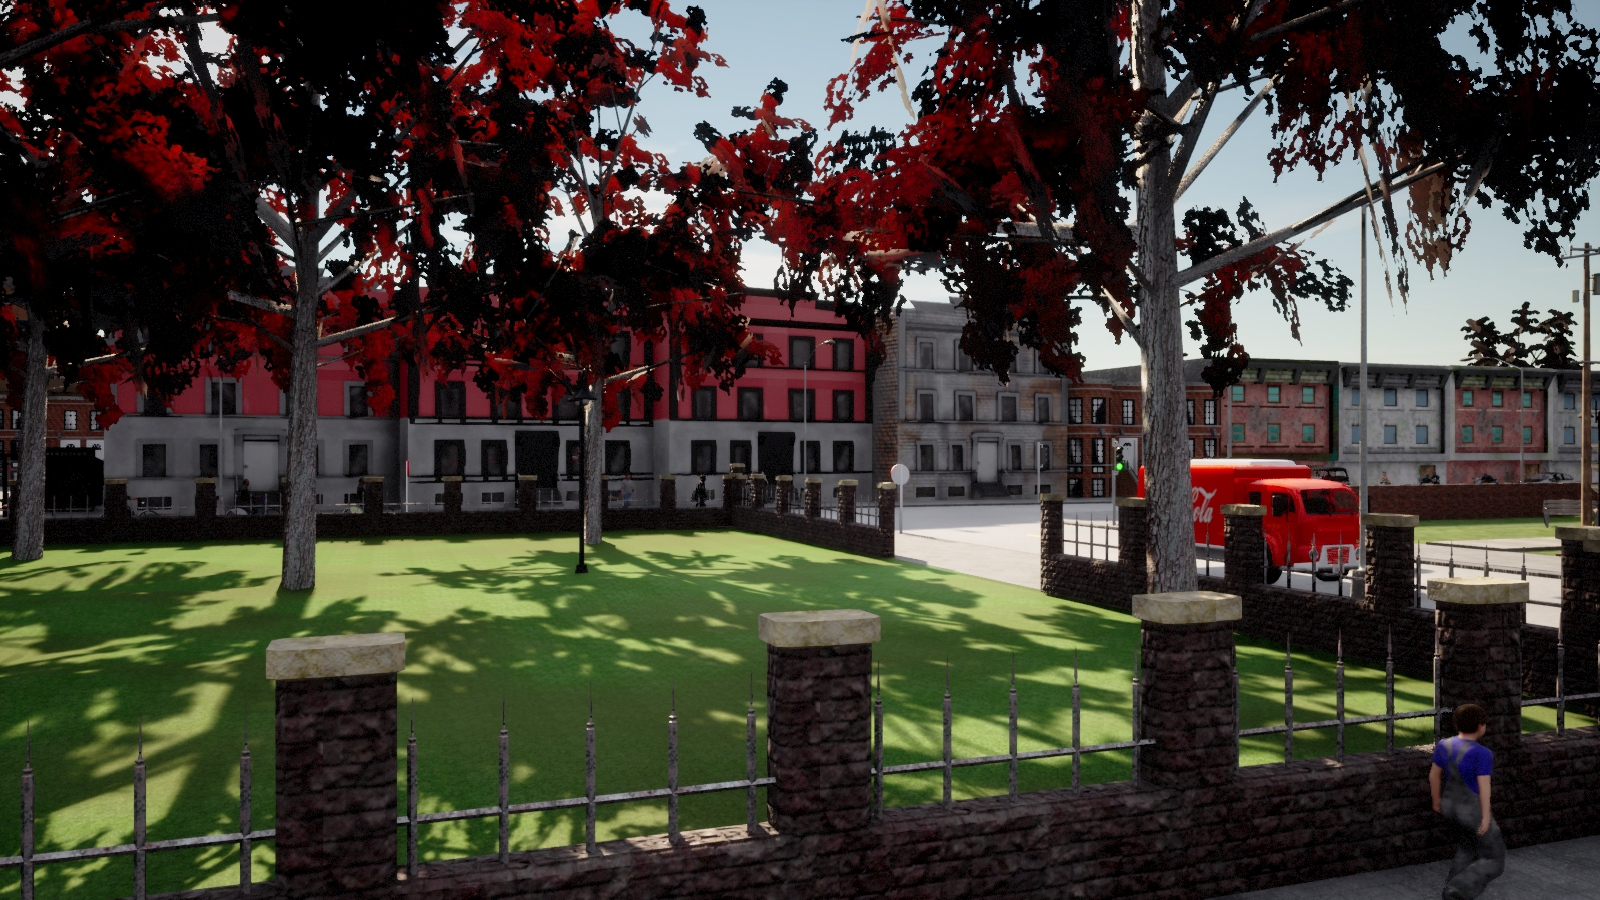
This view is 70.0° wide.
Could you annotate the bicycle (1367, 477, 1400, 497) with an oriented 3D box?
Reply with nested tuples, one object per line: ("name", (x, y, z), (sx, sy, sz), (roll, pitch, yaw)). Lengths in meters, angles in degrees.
("bicycle", (32.543, 2.036, 63.766), (1.487, 1.080, 0.859), (0, 0, -20))

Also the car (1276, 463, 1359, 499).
("car", (28.140, 1.638, 62.162), (3.866, 1.878, 1.905), (0, 0, -20))

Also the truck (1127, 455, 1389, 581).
("truck", (9.964, 1.348, 25.442), (2.627, 2.467, 5.204), (0, 0, -20))

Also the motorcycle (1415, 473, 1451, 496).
("motorcycle", (36.002, 1.962, 64.979), (1.805, 1.236, 0.856), (0, 0, -20))

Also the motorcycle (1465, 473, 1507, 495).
("motorcycle", (39.853, 1.985, 66.375), (2.209, 1.251, 0.867), (0, 0, -20))

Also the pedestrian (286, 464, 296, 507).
("pedestrian", (-21.907, 1.522, 49.178), (0.375, 1.860, 0.375), (0, 0, -17))

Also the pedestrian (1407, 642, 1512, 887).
("pedestrian", (3.834, 1.806, 6.653), (0.375, 1.300, 0.375), (0, 0, -20))

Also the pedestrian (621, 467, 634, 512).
("pedestrian", (-7.184, 1.628, 47.577), (0.375, 1.860, 0.375), (0, 0, -43))

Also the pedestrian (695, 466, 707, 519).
("pedestrian", (-3.571, 1.525, 41.122), (0.375, 1.860, 0.375), (0, 0, -16))

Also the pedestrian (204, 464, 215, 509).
("pedestrian", (-24.593, 1.524, 47.569), (0.375, 1.860, 0.375), (0, 0, -19))
